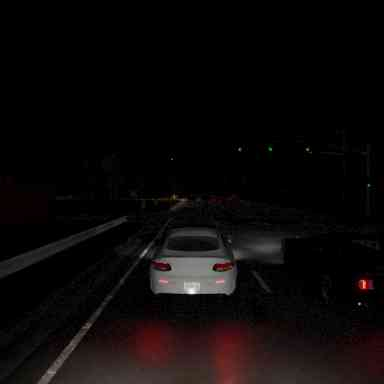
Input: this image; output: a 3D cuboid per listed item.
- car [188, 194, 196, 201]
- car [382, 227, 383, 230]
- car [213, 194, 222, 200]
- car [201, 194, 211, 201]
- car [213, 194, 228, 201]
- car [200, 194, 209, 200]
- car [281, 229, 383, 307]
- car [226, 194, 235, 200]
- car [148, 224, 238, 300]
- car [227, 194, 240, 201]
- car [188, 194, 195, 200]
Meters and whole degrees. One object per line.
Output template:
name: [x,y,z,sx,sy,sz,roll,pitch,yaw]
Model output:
car: [-0.090,1.531,80.753,2.033,1.411,5.357,0,0,0]
car: [7.057,1.221,8.306,2.150,2.045,5.566,0,0,0]
car: [6.898,1.357,91.181,2.128,1.511,4.902,0,0,0]
car: [3.409,1.347,81.144,2.097,1.767,4.553,0,0,0]
car: [6.909,1.347,81.148,2.097,1.767,4.553,0,0,0]
car: [3.398,1.357,91.177,2.128,1.511,4.902,0,0,0]
car: [3.554,1.601,7.891,1.895,1.301,4.718,0,0,0]
car: [10.398,1.310,91.185,1.882,1.535,5.008,0,0,0]
car: [0.064,1.526,8.277,1.812,1.442,4.674,0,0,2]
car: [10.410,1.469,80.765,1.882,1.535,5.008,0,0,0]
car: [-0.102,1.332,91.173,1.837,1.490,4.892,0,0,0]
